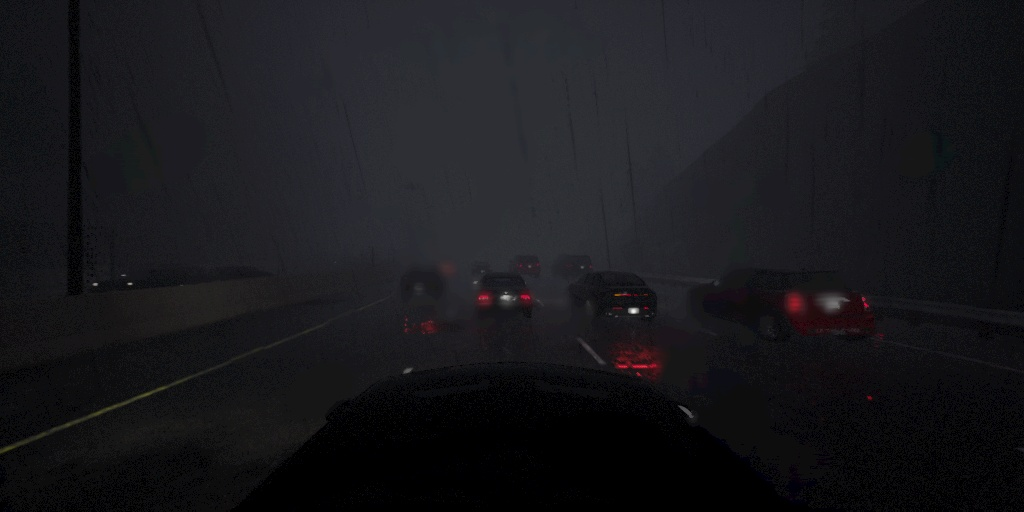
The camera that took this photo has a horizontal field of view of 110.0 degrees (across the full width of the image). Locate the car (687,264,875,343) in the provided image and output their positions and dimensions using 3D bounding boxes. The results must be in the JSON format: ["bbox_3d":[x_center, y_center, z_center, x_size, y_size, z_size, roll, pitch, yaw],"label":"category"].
[{"bbox_3d":[6.794,1.079,9.795,2.097,1.767,4.553,0,0,-2],"label":"car"}]

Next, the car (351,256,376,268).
[{"bbox_3d":[-24.278,0.962,59.548,2.150,2.045,5.566,0,0,-8],"label":"car"}]

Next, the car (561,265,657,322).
[{"bbox_3d":[3.169,1.237,12.177,1.837,1.490,4.892,0,0,-3],"label":"car"}]

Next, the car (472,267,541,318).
[{"bbox_3d":[-0.345,1.286,13.017,2.033,1.411,5.357,0,0,-4],"label":"car"}]

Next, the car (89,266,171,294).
[{"bbox_3d":[-18.576,1.373,18.619,1.895,1.301,4.718,0,0,-6],"label":"car"}]

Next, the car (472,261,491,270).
[{"bbox_3d":[-2.976,1.246,35.530,1.812,1.442,4.674,0,0,-8],"label":"car"}]

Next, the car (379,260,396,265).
[{"bbox_3d":[-20.825,1.333,60.103,1.895,1.301,4.718,0,0,-8],"label":"car"}]

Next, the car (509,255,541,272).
[{"bbox_3d":[1.082,0.937,31.894,2.150,2.045,5.566,0,0,-8],"label":"car"}]

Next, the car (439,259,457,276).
[{"bbox_3d":[-6.618,1.079,36.246,2.097,1.767,4.553,0,0,-8],"label":"car"}]

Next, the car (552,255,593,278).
[{"bbox_3d":[4.932,0.931,29.603,2.150,2.045,5.566,0,0,-8],"label":"car"}]

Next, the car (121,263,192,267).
[{"bbox_3d":[-22.732,1.267,23.910,2.128,1.511,4.902,0,0,-7],"label":"car"}]

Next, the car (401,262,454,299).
[{"bbox_3d":[-4.300,1.233,18.153,2.128,1.511,4.902,0,0,-5],"label":"car"}]

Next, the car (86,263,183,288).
[{"bbox_3d":[-26.465,1.273,25.449,2.128,1.511,4.902,0,0,-8],"label":"car"}]

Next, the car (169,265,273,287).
[{"bbox_3d":[-15.137,1.311,19.472,2.033,1.411,5.357,0,0,-6],"label":"car"}]
